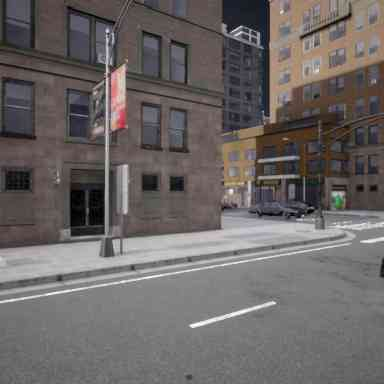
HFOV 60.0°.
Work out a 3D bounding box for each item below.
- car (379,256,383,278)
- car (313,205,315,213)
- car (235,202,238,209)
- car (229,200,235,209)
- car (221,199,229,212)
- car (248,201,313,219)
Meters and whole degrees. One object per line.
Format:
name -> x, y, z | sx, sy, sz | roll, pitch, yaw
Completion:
car -> 6.564, 1.564, 8.375 | 4.181, 1.385, 1.994 | 0, 0, -36
car -> 10.530, 1.580, 34.284 | 1.947, 1.339, 4.313 | 0, 0, -35
car -> 4.168, 1.594, 43.286 | 1.802, 1.307, 4.206 | 0, 0, -35
car -> 2.718, 1.603, 40.911 | 1.895, 1.301, 4.718 | 0, 0, -35
car -> 1.631, 1.592, 37.366 | 1.895, 1.301, 4.718 | 0, 0, -35
car -> 7.413, 1.541, 29.157 | 2.033, 1.411, 5.357 | 0, 0, -37
